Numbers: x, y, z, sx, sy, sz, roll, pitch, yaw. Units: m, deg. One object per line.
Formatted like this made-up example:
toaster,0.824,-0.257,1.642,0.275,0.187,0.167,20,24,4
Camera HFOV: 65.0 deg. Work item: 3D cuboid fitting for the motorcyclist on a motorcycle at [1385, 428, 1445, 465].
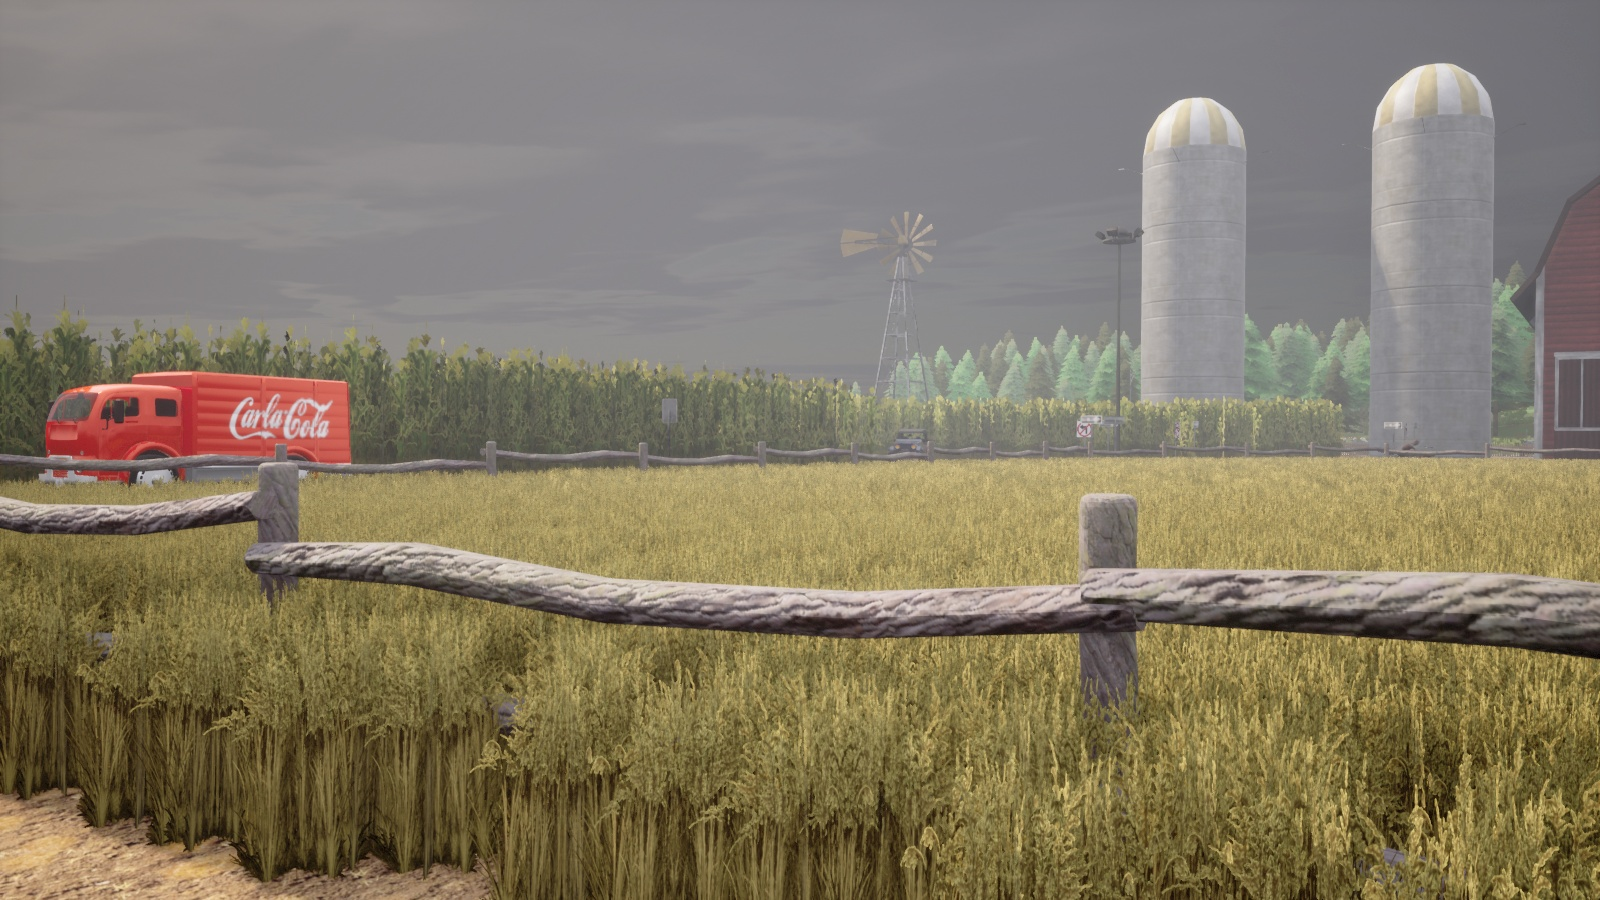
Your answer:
motorcyclist on a motorcycle,26.551,-0.159,54.241,2.191,1.530,0.866,-1,2,16

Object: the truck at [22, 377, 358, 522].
truck,-11.563,-0.024,24.202,2.627,2.467,5.204,0,0,34

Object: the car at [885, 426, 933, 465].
car,5.597,-0.247,63.907,1.905,1.878,3.866,-1,1,13
